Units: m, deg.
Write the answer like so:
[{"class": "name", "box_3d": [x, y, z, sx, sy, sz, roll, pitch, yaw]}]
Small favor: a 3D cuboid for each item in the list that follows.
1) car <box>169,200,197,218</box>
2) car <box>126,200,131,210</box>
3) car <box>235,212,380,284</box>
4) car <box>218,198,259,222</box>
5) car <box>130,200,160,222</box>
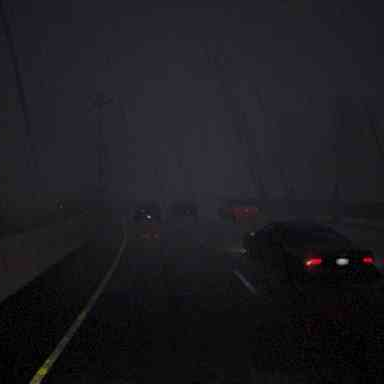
[{"class": "car", "box_3d": [-0.880, 1.482, 29.999, 1.882, 1.535, 5.008, 0, 0, -13]}, {"class": "car", "box_3d": [-7.427, 1.624, 42.509, 1.895, 1.301, 4.718, 0, 0, -13]}, {"class": "car", "box_3d": [2.956, 1.540, 9.600, 2.033, 1.411, 5.357, 0, 0, -6]}, {"class": "car", "box_3d": [3.549, 1.344, 26.238, 2.097, 1.767, 4.553, 0, 0, -12]}, {"class": "car", "box_3d": [-3.611, 1.518, 26.216, 1.837, 1.490, 4.892, 0, 0, -13]}]
